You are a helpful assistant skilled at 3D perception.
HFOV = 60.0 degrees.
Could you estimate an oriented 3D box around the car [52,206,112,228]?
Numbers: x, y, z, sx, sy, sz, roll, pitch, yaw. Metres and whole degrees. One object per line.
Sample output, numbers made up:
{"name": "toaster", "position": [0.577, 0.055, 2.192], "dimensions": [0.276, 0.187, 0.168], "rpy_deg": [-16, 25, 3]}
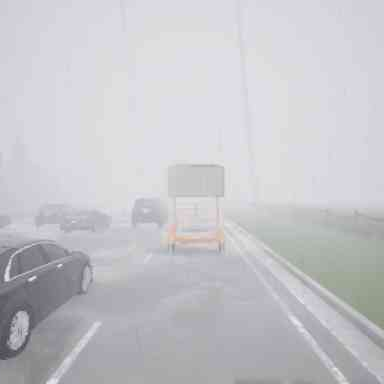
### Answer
{"name": "car", "position": [-6.630, 1.787, 21.289], "dimensions": [2.033, 1.411, 5.357], "rpy_deg": [0, -1, 1]}

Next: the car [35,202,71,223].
{"name": "car", "position": [-10.081, 1.642, 25.494], "dimensions": [2.097, 1.767, 4.553], "rpy_deg": [0, -1, 1]}

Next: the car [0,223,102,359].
{"name": "car", "position": [-3.309, 1.577, 6.067], "dimensions": [1.837, 1.490, 4.892], "rpy_deg": [0, -1, 1]}

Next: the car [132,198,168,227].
{"name": "car", "position": [-3.085, 1.493, 25.032], "dimensions": [2.150, 2.045, 5.566], "rpy_deg": [0, -1, 1]}

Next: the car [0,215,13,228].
{"name": "car", "position": [-13.631, 1.799, 21.132], "dimensions": [2.033, 1.411, 5.357], "rpy_deg": [0, -1, 1]}

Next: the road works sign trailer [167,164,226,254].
{"name": "road works sign trailer", "position": [0.186, 0.615, 14.243], "dimensions": [2.380, 3.560, 2.880], "rpy_deg": [0, -1, 1]}
